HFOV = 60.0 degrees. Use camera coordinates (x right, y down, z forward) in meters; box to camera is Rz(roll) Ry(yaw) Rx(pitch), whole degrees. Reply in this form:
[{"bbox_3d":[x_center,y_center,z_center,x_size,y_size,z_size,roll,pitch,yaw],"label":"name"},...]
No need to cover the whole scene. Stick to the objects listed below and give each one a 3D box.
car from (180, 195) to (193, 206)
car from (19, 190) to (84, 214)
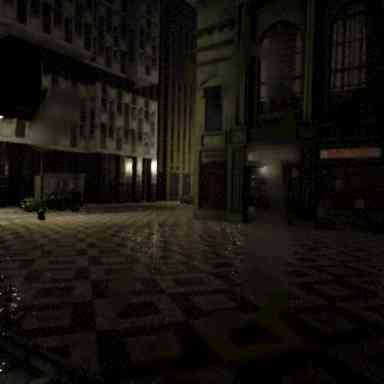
[{"bbox_3d":[0.225,1.172,48.382,1.882,1.535,5.008,2,1,36],"label":"car"},{"bbox_3d":[-12.584,0.849,30.251,2.150,2.045,5.566,2,1,35],"label":"car"}]
